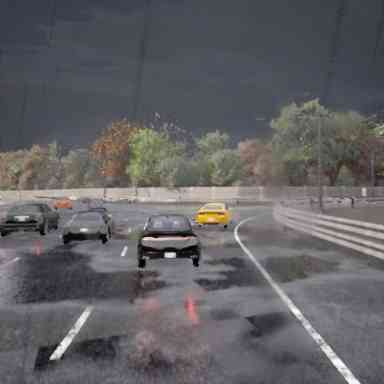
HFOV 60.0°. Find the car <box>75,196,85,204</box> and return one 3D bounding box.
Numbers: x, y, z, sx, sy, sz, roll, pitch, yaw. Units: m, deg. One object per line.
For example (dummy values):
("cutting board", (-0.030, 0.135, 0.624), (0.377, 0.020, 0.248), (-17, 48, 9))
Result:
("car", (-21.321, 1.642, 65.063), (1.837, 1.490, 4.892), (0, 0, -35))

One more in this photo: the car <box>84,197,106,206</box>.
("car", (-11.510, 1.626, 40.198), (2.033, 1.411, 5.357), (0, 0, -21))

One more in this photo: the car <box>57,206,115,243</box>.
("car", (-4.927, 1.597, 16.287), (1.994, 1.385, 4.181), (0, 0, -8))

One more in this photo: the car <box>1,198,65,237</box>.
("car", (-8.926, 1.401, 18.800), (2.097, 1.767, 4.553), (0, 0, -10))

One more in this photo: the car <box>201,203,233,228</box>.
("car", (1.642, 1.493, 22.388), (1.882, 1.535, 5.008), (-1, 0, 12))

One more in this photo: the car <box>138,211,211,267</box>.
("car", (-0.843, 1.506, 11.486), (2.128, 1.511, 4.902), (0, 0, -6))

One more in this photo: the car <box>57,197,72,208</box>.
("car", (-17.610, 1.456, 45.134), (2.097, 1.767, 4.553), (0, 0, -24))
